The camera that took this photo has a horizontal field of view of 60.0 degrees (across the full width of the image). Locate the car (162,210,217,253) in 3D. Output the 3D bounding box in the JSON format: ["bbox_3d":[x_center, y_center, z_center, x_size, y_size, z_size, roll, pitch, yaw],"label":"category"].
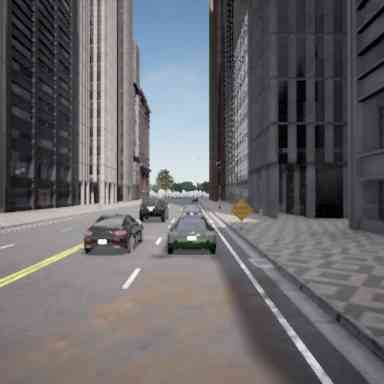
[{"bbox_3d":[-0.001,1.702,14.342,1.994,1.385,4.181,0,0,0],"label":"car"}]

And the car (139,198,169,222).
[{"bbox_3d":[-3.264,1.497,29.018,2.150,2.045,5.566,0,0,0],"label":"car"}]

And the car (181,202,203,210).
[{"bbox_3d":[-0.014,1.828,28.988,2.033,1.411,5.357,0,-1,0],"label":"car"}]

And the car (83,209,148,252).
[{"bbox_3d":[-3.251,1.664,14.379,1.812,1.442,4.674,0,0,0],"label":"car"}]

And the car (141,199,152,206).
[{"bbox_3d":[-9.786,2.199,71.755,1.837,1.490,4.892,0,-1,0],"label":"car"}]

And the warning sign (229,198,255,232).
[{"bbox_3d":[2.841,1.298,19.069,1.300,1.860,1.060,0,-1,0],"label":"warning sign"}]

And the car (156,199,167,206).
[{"bbox_3d":[-6.536,2.199,71.757,1.837,1.490,4.892,0,-1,0],"label":"car"}]
